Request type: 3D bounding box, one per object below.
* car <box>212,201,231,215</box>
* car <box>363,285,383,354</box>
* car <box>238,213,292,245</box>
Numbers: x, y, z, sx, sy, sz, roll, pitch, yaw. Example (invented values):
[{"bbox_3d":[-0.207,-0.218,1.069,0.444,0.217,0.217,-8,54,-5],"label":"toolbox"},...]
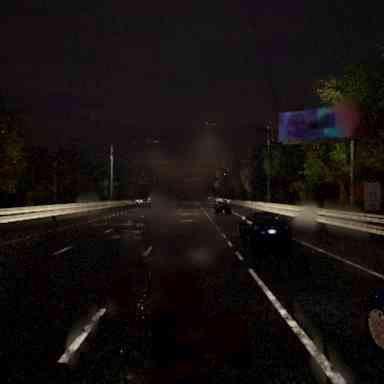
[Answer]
[{"bbox_3d":[3.495,1.880,39.079,1.837,1.490,4.892,0,-1,0],"label":"car"},{"bbox_3d":[3.601,1.560,3.232,1.812,1.442,4.674,0,-1,-1],"label":"car"},{"bbox_3d":[3.503,1.727,16.575,1.994,1.385,4.181,0,-1,0],"label":"car"}]
